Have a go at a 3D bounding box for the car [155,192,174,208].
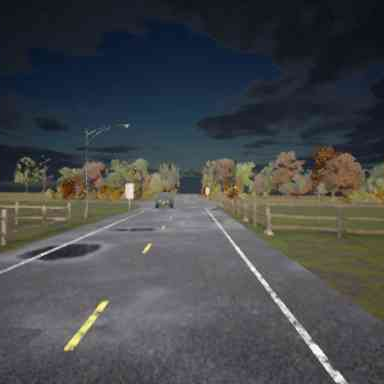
[{"bbox_3d":[-3.489,1.054,43.379,2.150,2.045,5.566,0,0,0],"label":"car"}]
